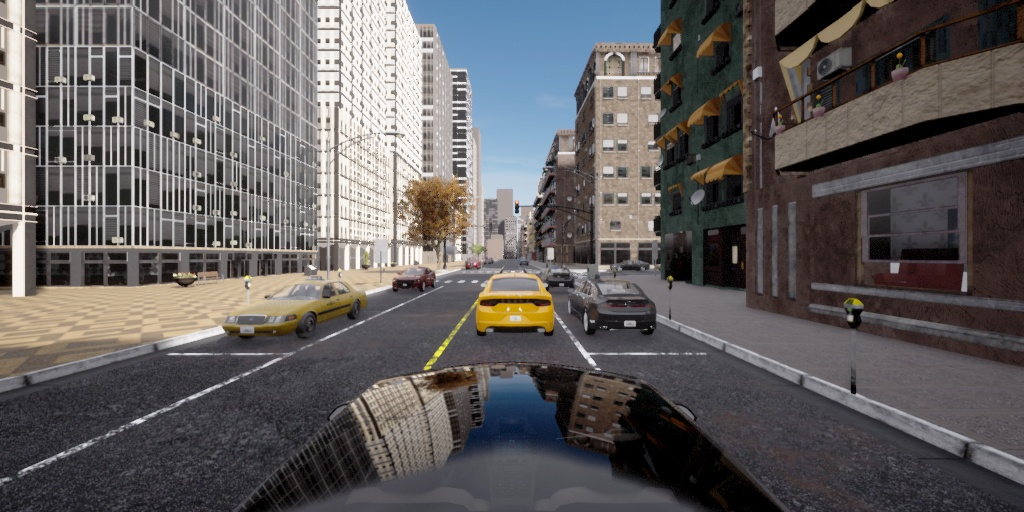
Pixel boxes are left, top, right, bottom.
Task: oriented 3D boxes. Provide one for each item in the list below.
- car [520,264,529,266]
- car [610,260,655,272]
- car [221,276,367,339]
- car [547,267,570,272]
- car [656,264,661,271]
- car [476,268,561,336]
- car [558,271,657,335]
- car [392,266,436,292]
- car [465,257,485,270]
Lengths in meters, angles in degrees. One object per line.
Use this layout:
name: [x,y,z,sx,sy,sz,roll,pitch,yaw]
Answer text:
car: [0.066,1.355,20.689,1.895,1.301,4.718,0,0,0]
car: [13.366,1.108,40.817,4.403,1.370,2.007,0,0,-1]
car: [-5.706,1.276,10.132,1.751,1.417,4.829,0,0,0]
car: [2.654,1.305,21.382,2.007,1.370,4.403,0,0,0]
car: [18.763,1.006,40.881,4.829,1.417,1.751,0,0,-1]
car: [0.073,1.228,10.410,1.882,1.535,5.008,0,0,0]
car: [2.674,1.301,10.316,2.007,1.370,4.403,0,0,0]
car: [-5.726,1.299,21.367,1.888,1.381,4.507,0,0,0]
car: [-5.784,1.098,53.755,2.192,1.841,5.009,0,0,0]
